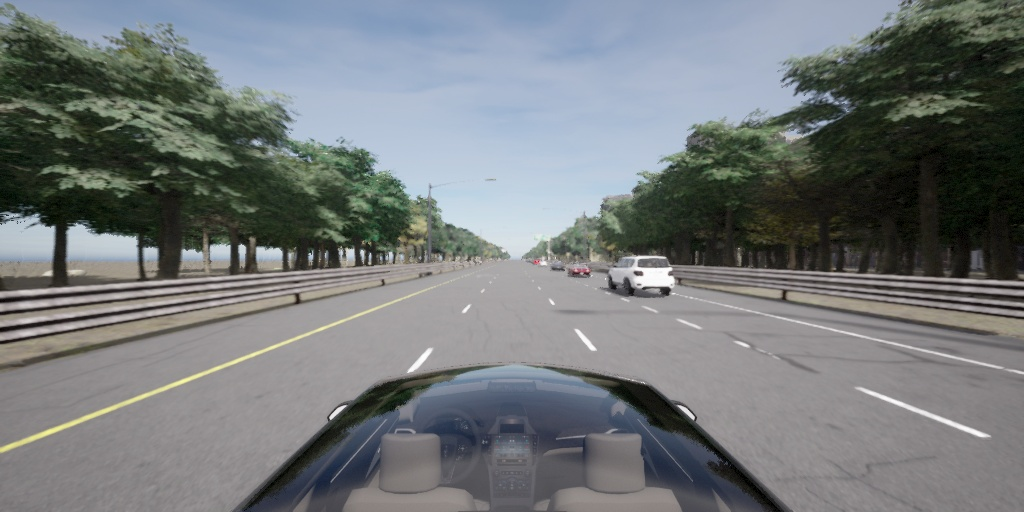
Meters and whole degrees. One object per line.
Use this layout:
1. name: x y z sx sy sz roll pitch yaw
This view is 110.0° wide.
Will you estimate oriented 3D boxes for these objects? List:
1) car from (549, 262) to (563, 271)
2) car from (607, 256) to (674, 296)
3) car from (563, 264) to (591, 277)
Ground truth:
1. car: 7.177 1.650 57.447 1.994 1.385 4.181 0 0 0
2. car: 7.020 1.030 20.117 2.150 2.045 5.566 0 0 0
3. car: 7.078 1.540 38.564 1.895 1.301 4.718 0 0 0
